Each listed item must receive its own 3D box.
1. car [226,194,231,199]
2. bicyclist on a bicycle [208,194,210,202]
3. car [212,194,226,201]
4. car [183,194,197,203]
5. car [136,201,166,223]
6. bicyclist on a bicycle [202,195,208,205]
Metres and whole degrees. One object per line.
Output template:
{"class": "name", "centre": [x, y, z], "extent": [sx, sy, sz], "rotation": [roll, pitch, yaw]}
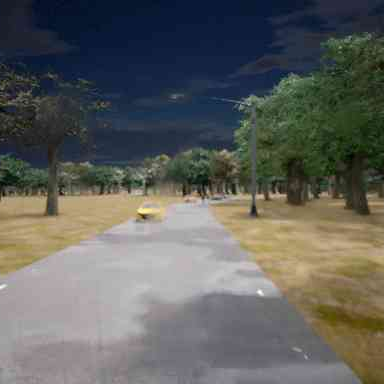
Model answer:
{"class": "car", "centre": [9.279, 1.259, 90.785], "extent": [1.895, 1.301, 4.718], "rotation": [0, 1, 21]}
{"class": "bicyclist on a bicycle", "centre": [3.145, 1.301, 63.749], "extent": [0.659, 1.776, 1.843], "rotation": [0, 0, 10]}
{"class": "car", "centre": [6.183, 1.433, 80.947], "extent": [1.895, 1.301, 4.718], "rotation": [0, 0, 17]}
{"class": "car", "centre": [-0.382, 1.250, 66.044], "extent": [2.097, 1.767, 4.553], "rotation": [0, 0, 10]}
{"class": "car", "centre": [-3.080, 1.470, 25.594], "extent": [1.882, 1.535, 5.008], "rotation": [0, 0, 0]}
{"class": "bicyclist on a bicycle", "centre": [1.903, 1.326, 54.981], "extent": [0.659, 1.776, 1.843], "rotation": [0, 0, 7]}
